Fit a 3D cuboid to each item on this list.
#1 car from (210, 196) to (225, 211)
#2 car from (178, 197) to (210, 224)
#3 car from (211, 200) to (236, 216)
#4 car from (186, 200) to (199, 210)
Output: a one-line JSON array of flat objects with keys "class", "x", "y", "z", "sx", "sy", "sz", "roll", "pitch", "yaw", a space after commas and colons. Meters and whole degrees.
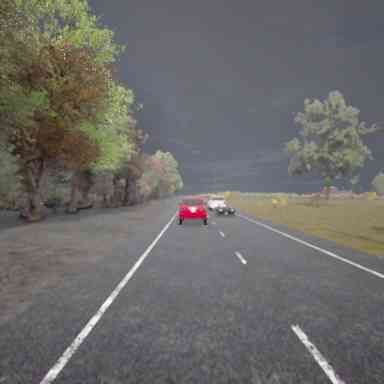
[{"class": "car", "x": 3.457, "y": 1.589, "z": 46.700, "sx": 2.150, "sy": 2.045, "sz": 5.566, "roll": 0, "pitch": 0, "yaw": 0}, {"class": "car", "x": 0.073, "y": 1.440, "z": 26.935, "sx": 2.150, "sy": 2.045, "sz": 5.566, "roll": 0, "pitch": 0, "yaw": 0}, {"class": "car", "x": 3.463, "y": 1.880, "z": 35.611, "sx": 1.895, "sy": 1.301, "sz": 4.718, "roll": 0, "pitch": 0, "yaw": 0}, {"class": "car", "x": 0.042, "y": 1.974, "z": 51.904, "sx": 1.994, "sy": 1.385, "sz": 4.181, "roll": 0, "pitch": 0, "yaw": 0}]
